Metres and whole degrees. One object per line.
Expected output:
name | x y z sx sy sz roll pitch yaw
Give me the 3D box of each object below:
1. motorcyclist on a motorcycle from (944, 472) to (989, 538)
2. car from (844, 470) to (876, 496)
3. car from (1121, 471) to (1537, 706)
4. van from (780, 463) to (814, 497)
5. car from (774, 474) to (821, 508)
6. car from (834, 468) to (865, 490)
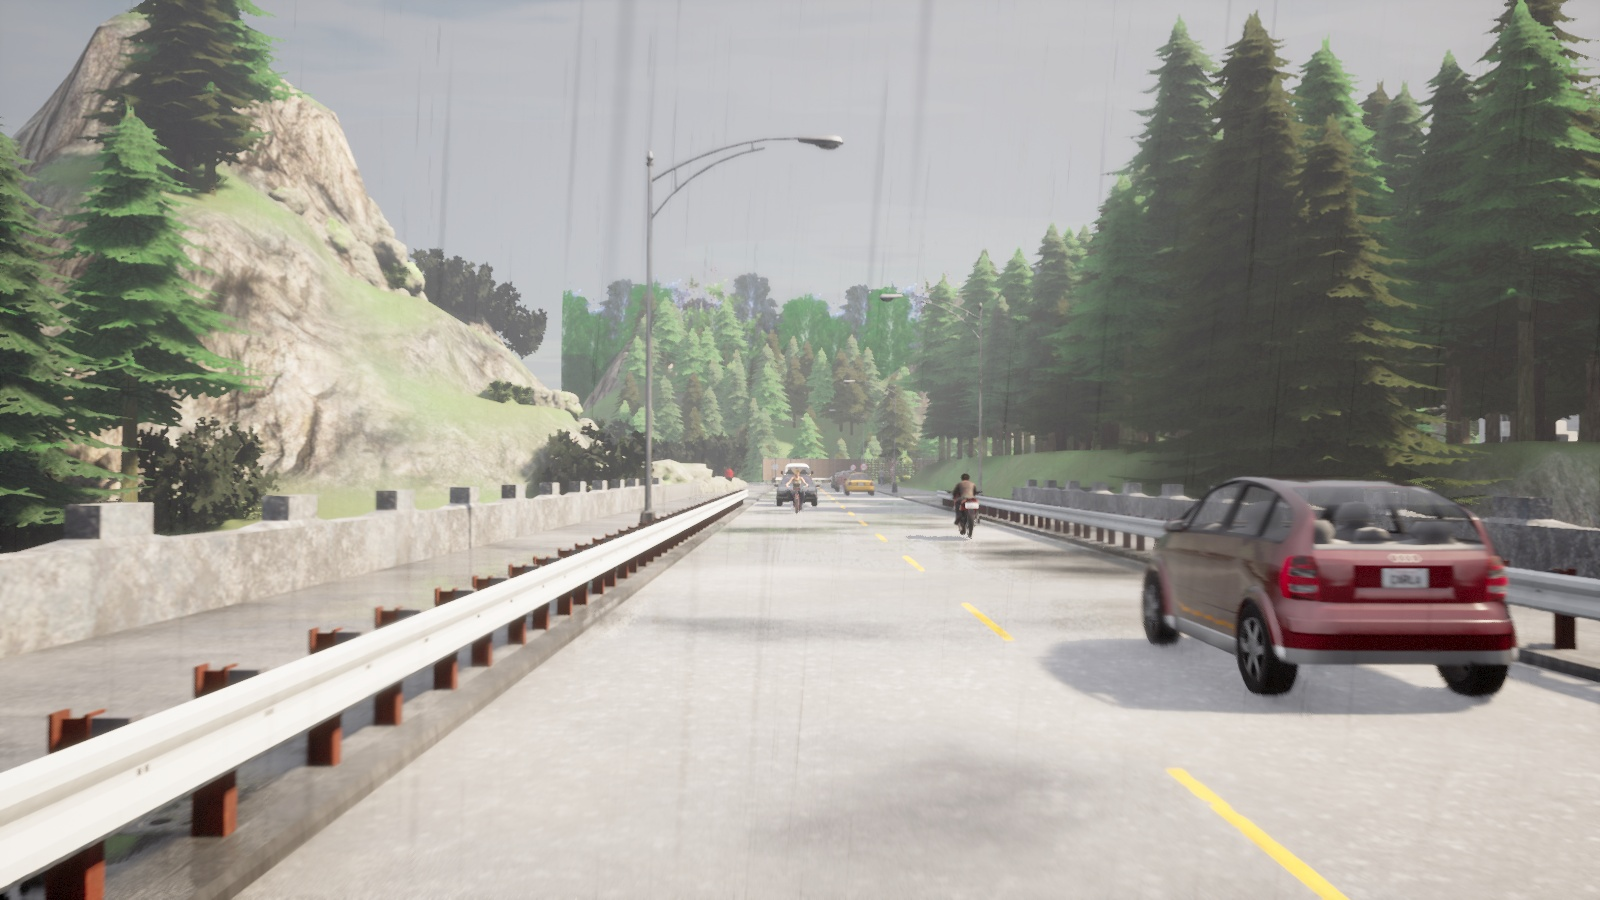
motorcyclist on a motorcycle | 3.936 1.281 29.874 0.797 1.523 2.044 0 -1 0
car | 3.824 2.103 81.287 1.801 1.575 5.366 0 -1 0
car | 3.979 0.948 10.183 1.789 1.549 3.705 0 -1 0
van | -0.173 1.864 79.377 2.069 2.038 4.480 0 -1 0
car | -0.122 1.813 56.747 2.033 1.411 5.357 0 -1 0
car | 3.786 2.205 97.218 2.152 1.651 5.027 0 -1 0
